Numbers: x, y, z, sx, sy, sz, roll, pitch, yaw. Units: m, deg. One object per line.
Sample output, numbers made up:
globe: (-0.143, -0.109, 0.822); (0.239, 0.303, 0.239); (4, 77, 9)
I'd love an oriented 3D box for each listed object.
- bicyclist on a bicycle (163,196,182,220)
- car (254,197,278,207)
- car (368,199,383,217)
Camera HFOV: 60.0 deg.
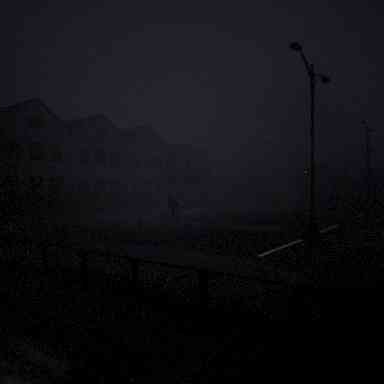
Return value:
bicyclist on a bicycle: (-1.375, 1.111, 23.045); (1.656, 1.620, 0.582); (0, 0, 35)
car: (10.459, 1.358, 46.673); (2.033, 1.411, 5.357); (0, 0, 32)
car: (15.446, 1.298, 26.798); (2.007, 1.523, 4.514); (0, 0, 35)
